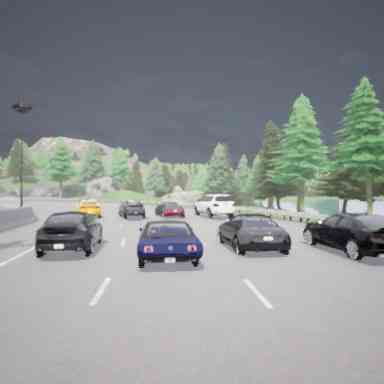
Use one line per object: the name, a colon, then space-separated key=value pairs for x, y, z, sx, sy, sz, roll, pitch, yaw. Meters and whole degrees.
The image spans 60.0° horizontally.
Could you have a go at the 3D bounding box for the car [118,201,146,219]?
car: x=-5.335 y=1.498 z=29.240 sx=2.128 sy=1.511 sz=4.902 roll=0 pitch=0 yaw=-20

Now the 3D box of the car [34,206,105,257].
car: x=-4.650 y=1.503 z=13.054 sx=1.837 sy=1.490 sz=4.892 roll=0 pitch=0 yaw=-9

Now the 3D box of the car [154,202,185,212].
car: x=-2.121 y=1.577 z=30.555 sx=1.994 sy=1.385 sz=4.181 roll=0 pitch=0 yaw=-20

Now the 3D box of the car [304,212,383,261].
car: x=6.013 y=1.496 z=12.472 sx=1.882 sy=1.535 sz=5.008 roll=0 pitch=0 yaw=-7

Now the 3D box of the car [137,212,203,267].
car: x=-0.881 y=1.606 z=11.450 sx=1.895 sy=1.301 sz=4.718 roll=0 pitch=0 yaw=-7

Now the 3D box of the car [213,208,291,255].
car: x=2.352 y=1.576 z=13.477 sx=1.994 sy=1.385 sz=4.181 roll=0 pitch=0 yaw=-8

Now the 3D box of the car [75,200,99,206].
car: x=-9.375 y=1.477 z=29.980 sx=1.882 sy=1.535 sz=5.008 roll=0 pitch=0 yaw=-22

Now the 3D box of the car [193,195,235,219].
car: x=1.907 y=1.241 z=29.810 sx=2.150 sy=2.045 sz=5.566 roll=0 pitch=0 yaw=-19
